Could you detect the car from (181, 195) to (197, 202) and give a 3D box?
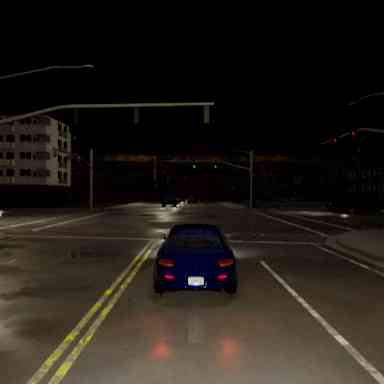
[{"bbox_3d":[-0.788,1.588,83.184,2.097,1.767,4.553,0,0,27],"label":"car"}]

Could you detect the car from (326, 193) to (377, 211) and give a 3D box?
[{"bbox_3d":[18.108,1.187,37.452,5.566,2.045,2.150,-1,0,0],"label":"car"}]

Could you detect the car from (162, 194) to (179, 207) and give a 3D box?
[{"bbox_3d":[-3.618,1.372,53.859,2.150,2.045,5.566,0,0,-1],"label":"car"}]

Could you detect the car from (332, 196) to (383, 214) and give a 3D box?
[{"bbox_3d":[17.522,1.437,33.954,5.008,1.535,1.882,-1,0,1],"label":"car"}]

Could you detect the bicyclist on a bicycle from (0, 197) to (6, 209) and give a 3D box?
[{"bbox_3d":[-25.464,1.426,44.712,0.582,1.620,1.656,0,0,0],"label":"bicyclist on a bicycle"}]

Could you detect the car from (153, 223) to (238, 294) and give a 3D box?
[{"bbox_3d":[0.081,1.550,8.713,1.812,1.442,4.674,0,0,0],"label":"car"}]

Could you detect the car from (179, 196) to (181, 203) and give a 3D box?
[{"bbox_3d":[-3.603,1.703,63.495,1.812,1.442,4.674,0,0,1],"label":"car"}]

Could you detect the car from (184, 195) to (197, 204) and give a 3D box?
[{"bbox_3d":[0.059,1.683,68.569,2.128,1.511,4.902,0,0,1],"label":"car"}]

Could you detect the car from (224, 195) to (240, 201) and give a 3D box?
[{"bbox_3d":[10.933,1.608,90.555,4.553,1.767,2.097,0,0,-29],"label":"car"}]

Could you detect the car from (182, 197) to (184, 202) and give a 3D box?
[{"bbox_3d":[-3.500,1.560,73.373,2.097,1.767,4.553,0,0,2],"label":"car"}]
